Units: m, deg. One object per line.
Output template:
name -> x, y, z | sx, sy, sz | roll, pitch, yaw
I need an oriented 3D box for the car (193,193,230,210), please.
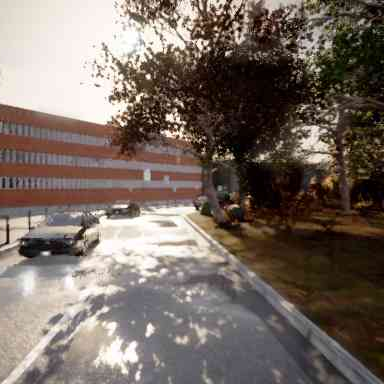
car -> 1.986, 1.208, 37.944 | 2.128, 1.511, 4.902 | 0, 1, 32

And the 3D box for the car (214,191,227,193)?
car -> 3.505, 0.785, 55.164 | 5.566, 2.045, 2.435 | 0, 1, 32

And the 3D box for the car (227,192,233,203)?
car -> 7.398, 0.853, 46.842 | 2.150, 2.045, 5.566 | 0, 1, 32

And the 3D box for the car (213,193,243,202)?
car -> 6.505, 0.980, 59.957 | 5.008, 1.535, 2.097 | 0, 1, 32

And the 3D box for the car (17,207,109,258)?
car -> -4.652, 1.439, 12.593 | 2.033, 1.411, 5.357 | 0, 0, -6

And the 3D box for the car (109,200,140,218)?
car -> -5.661, 1.365, 27.575 | 1.994, 1.385, 4.181 | 0, 0, 4

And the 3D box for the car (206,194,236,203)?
car -> 5.017, 1.049, 57.554 | 4.674, 1.452, 2.002 | 0, 1, 32
